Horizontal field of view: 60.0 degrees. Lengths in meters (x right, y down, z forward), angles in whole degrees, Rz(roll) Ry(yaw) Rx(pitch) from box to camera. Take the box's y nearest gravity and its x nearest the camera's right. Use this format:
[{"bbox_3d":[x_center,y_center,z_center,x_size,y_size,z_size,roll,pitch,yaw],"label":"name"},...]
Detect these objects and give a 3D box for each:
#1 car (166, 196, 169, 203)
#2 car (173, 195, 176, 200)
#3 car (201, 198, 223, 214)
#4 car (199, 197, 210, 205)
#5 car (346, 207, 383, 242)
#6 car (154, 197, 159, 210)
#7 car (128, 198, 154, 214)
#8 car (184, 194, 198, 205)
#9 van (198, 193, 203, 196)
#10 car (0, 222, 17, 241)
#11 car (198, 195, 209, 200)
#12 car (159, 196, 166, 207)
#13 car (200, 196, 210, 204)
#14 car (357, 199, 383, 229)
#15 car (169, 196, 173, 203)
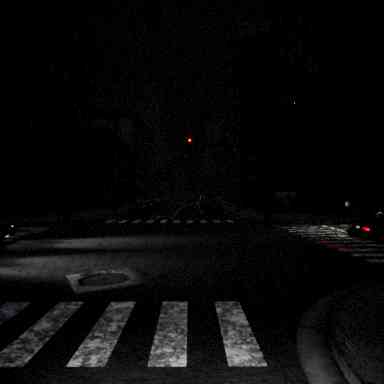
[{"bbox_3d":[-5.658,1.631,58.143,2.008,1.369,4.403,0,0,0],"label":"car"},{"bbox_3d":[-5.630,1.690,80.186,2.008,1.369,4.403,0,0,0],"label":"car"},{"bbox_3d":[2.338,1.604,36.090,1.947,1.339,4.313,0,0,0],"label":"car"},{"bbox_3d":[2.373,1.644,63.644,2.008,1.369,4.403,0,0,0],"label":"car"},{"bbox_3d":[9.415,1.501,13.893,5.357,1.411,2.033,0,0,0],"label":"car"},{"bbox_3d":[-5.679,1.487,41.612,1.967,1.590,4.097,0,0,0],"label":"car"},{"bbox_3d":[-5.687,1.478,36.101,1.967,1.590,4.097,0,0,0],"label":"car"},{"bbox_3d":[-0.163,1.597,63.265,1.837,1.490,4.892,0,0,0],"label":"car"},{"bbox_3d":[2.366,1.421,58.134,1.690,1.788,3.998,0,0,0],"label":"van"},{"bbox_3d":[-10.268,1.633,14.296,4.718,1.301,1.895,0,0,-9],"label":"car"},{"bbox_3d":[2.359,1.634,52.623,1.947,1.339,4.313,0,0,0],"label":"car"},{"bbox_3d":[-5.665,1.650,52.633,1.802,1.307,4.206,0,0,0],"label":"car"},{"bbox_3d":[2.352,1.639,47.112,1.802,1.307,4.206,0,0,0],"label":"car"},{"bbox_3d":[13.001,1.303,20.607,4.553,1.767,2.097,0,0,0],"label":"car"},{"bbox_3d":[-5.645,1.548,69.165,1.967,1.590,4.097,0,0,0],"label":"car"}]
